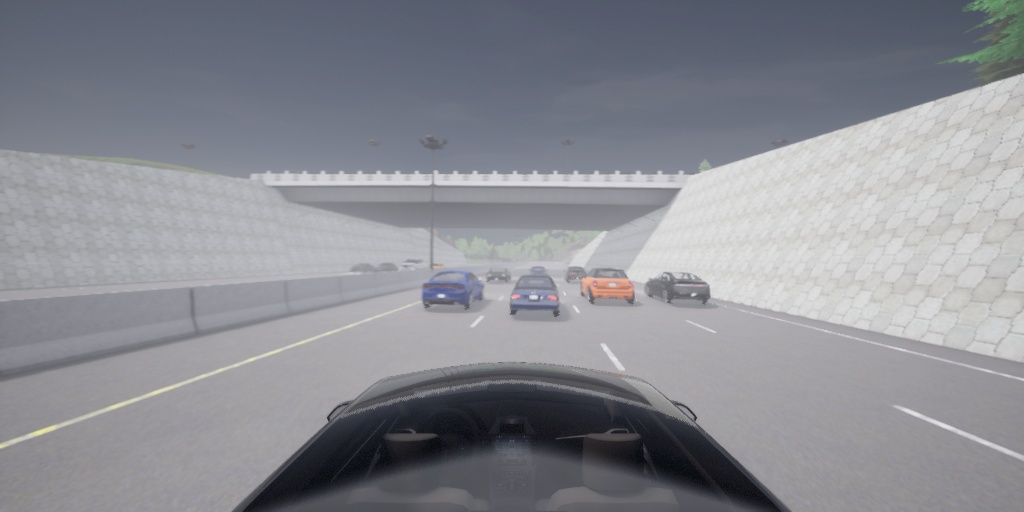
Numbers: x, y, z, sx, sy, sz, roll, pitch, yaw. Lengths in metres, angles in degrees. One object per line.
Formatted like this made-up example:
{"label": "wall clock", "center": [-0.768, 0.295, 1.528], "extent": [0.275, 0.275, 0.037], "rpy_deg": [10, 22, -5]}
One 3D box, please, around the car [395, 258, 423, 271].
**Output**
{"label": "car", "center": [-13.970, 1.363, 50.572], "extent": [2.150, 2.045, 5.566], "rpy_deg": [1, -1, 5]}

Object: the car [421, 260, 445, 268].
{"label": "car", "center": [-10.537, 1.655, 49.657], "extent": [1.882, 1.535, 5.008], "rpy_deg": [1, -1, 5]}

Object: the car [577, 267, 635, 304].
{"label": "car", "center": [4.783, 1.374, 18.545], "extent": [2.097, 1.767, 4.553], "rpy_deg": [1, -1, 5]}

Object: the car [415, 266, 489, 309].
{"label": "car", "center": [-2.452, 1.364, 15.919], "extent": [1.882, 1.535, 5.008], "rpy_deg": [1, 0, 5]}

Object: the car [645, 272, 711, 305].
{"label": "car", "center": [8.276, 1.559, 18.337], "extent": [2.128, 1.511, 4.902], "rpy_deg": [1, -1, 5]}

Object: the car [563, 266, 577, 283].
{"label": "car", "center": [5.984, 1.731, 34.109], "extent": [1.837, 1.490, 4.892], "rpy_deg": [1, -1, 5]}

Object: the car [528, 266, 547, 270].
{"label": "car", "center": [2.539, 1.713, 35.023], "extent": [1.812, 1.442, 4.674], "rpy_deg": [1, -1, 4]}

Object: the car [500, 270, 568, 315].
{"label": "car", "center": [0.941, 1.465, 14.504], "extent": [2.033, 1.411, 5.357], "rpy_deg": [1, -1, 5]}

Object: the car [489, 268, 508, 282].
{"label": "car", "center": [-1.131, 1.711, 32.957], "extent": [1.895, 1.301, 4.718], "rpy_deg": [1, -1, 5]}

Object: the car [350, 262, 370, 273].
{"label": "car", "center": [-20.992, 1.603, 50.557], "extent": [1.994, 1.385, 4.181], "rpy_deg": [1, -1, 5]}

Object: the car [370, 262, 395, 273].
{"label": "car", "center": [-17.516, 1.609, 50.145], "extent": [1.812, 1.442, 4.674], "rpy_deg": [1, -1, 5]}
